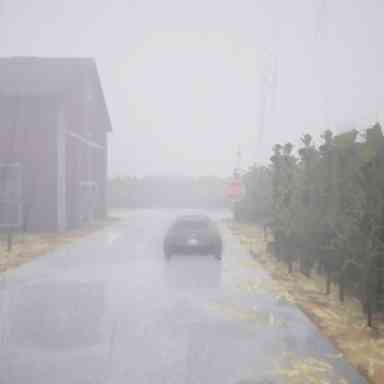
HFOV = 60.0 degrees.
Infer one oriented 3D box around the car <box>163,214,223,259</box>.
[{"bbox_3d":[0.045,1.511,12.403,1.994,1.385,4.181,0,0,1],"label":"car"}]
